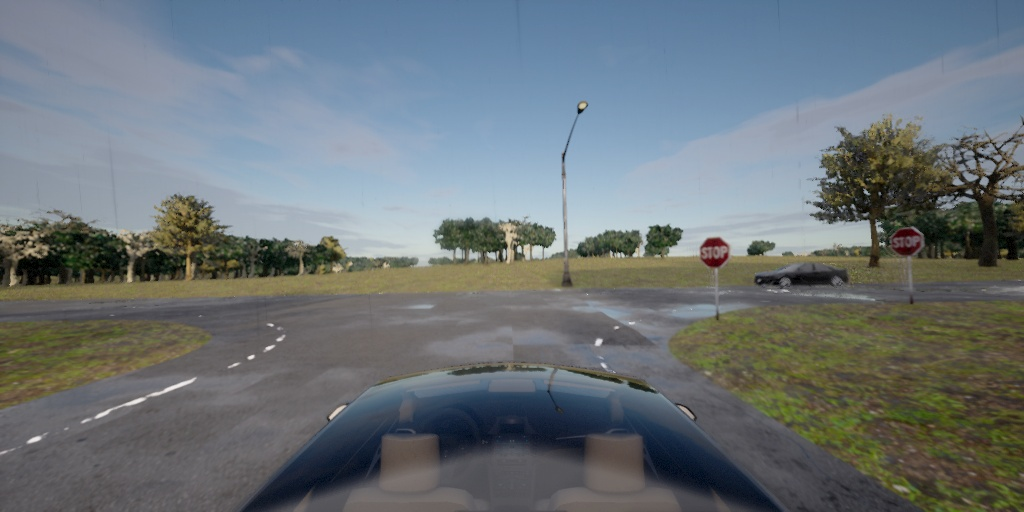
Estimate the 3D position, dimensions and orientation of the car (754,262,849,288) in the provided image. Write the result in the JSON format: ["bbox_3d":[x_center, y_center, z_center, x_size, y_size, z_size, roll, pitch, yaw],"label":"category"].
[{"bbox_3d":[17.547,1.168,21.879,5.008,1.535,1.882,-1,-3,-1],"label":"car"}]
